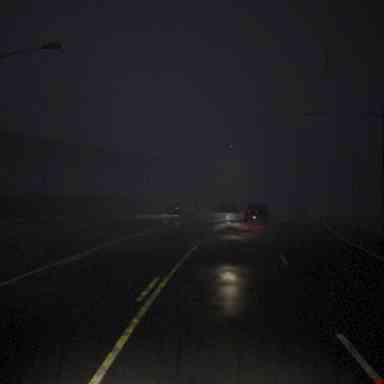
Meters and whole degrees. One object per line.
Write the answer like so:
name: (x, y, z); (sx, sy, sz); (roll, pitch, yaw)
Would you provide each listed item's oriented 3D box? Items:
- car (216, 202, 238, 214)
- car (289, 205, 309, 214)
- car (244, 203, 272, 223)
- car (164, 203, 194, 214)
car: (4.744, 2.089, 44.333); (1.812, 1.442, 4.674); (0, -2, 27)
car: (16.281, 2.677, 50.201); (1.895, 1.301, 4.718); (0, -3, 32)
car: (5.493, 1.706, 27.579); (1.837, 1.490, 4.892); (0, -1, 18)
car: (-1.508, 1.911, 39.247); (1.895, 1.301, 4.718); (0, -1, 23)
